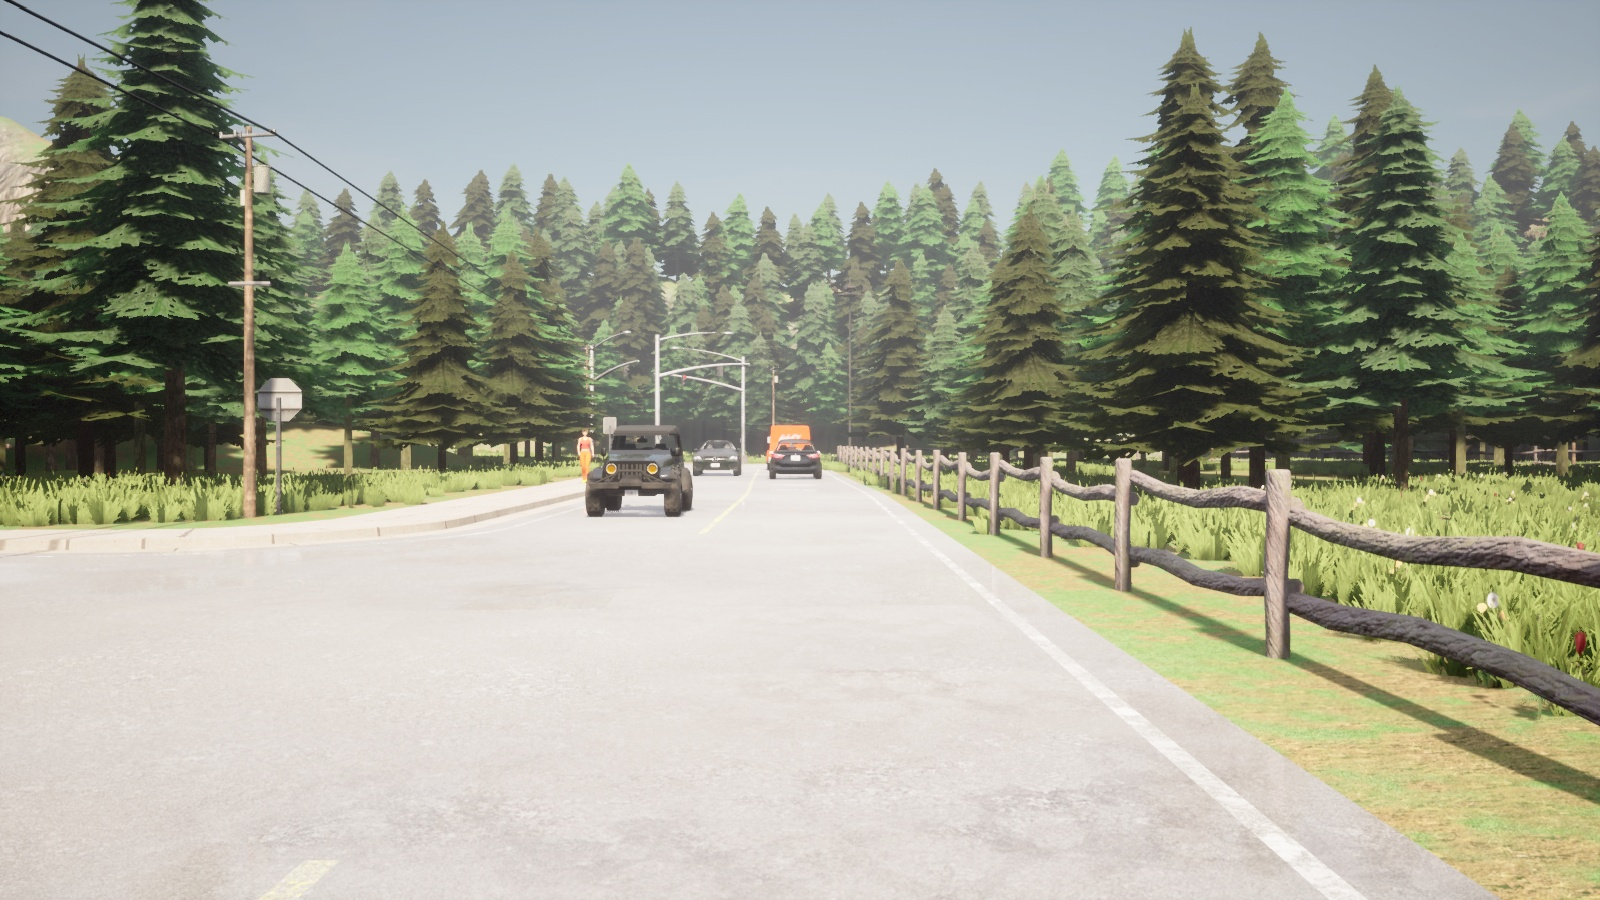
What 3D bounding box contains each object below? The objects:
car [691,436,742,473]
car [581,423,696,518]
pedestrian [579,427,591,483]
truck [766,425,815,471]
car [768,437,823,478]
[{"bbox_3d":[-3.817,0.202,58.219,2.152,1.651,5.027,0,0,-1],"label":"car"},{"bbox_3d":[-3.336,0.389,26.623,1.905,1.878,3.866,0,0,0],"label":"car"},{"bbox_3d":[-7.134,0.165,41.700,0.345,1.836,0.594,0,0,-3],"label":"pedestrian"},{"bbox_3d":[-0.592,-0.129,70.272,2.627,2.467,5.204,0,0,-2],"label":"truck"},{"bbox_3d":[-0.211,0.298,53.348,2.242,1.667,4.611,0,0,-1],"label":"car"}]
